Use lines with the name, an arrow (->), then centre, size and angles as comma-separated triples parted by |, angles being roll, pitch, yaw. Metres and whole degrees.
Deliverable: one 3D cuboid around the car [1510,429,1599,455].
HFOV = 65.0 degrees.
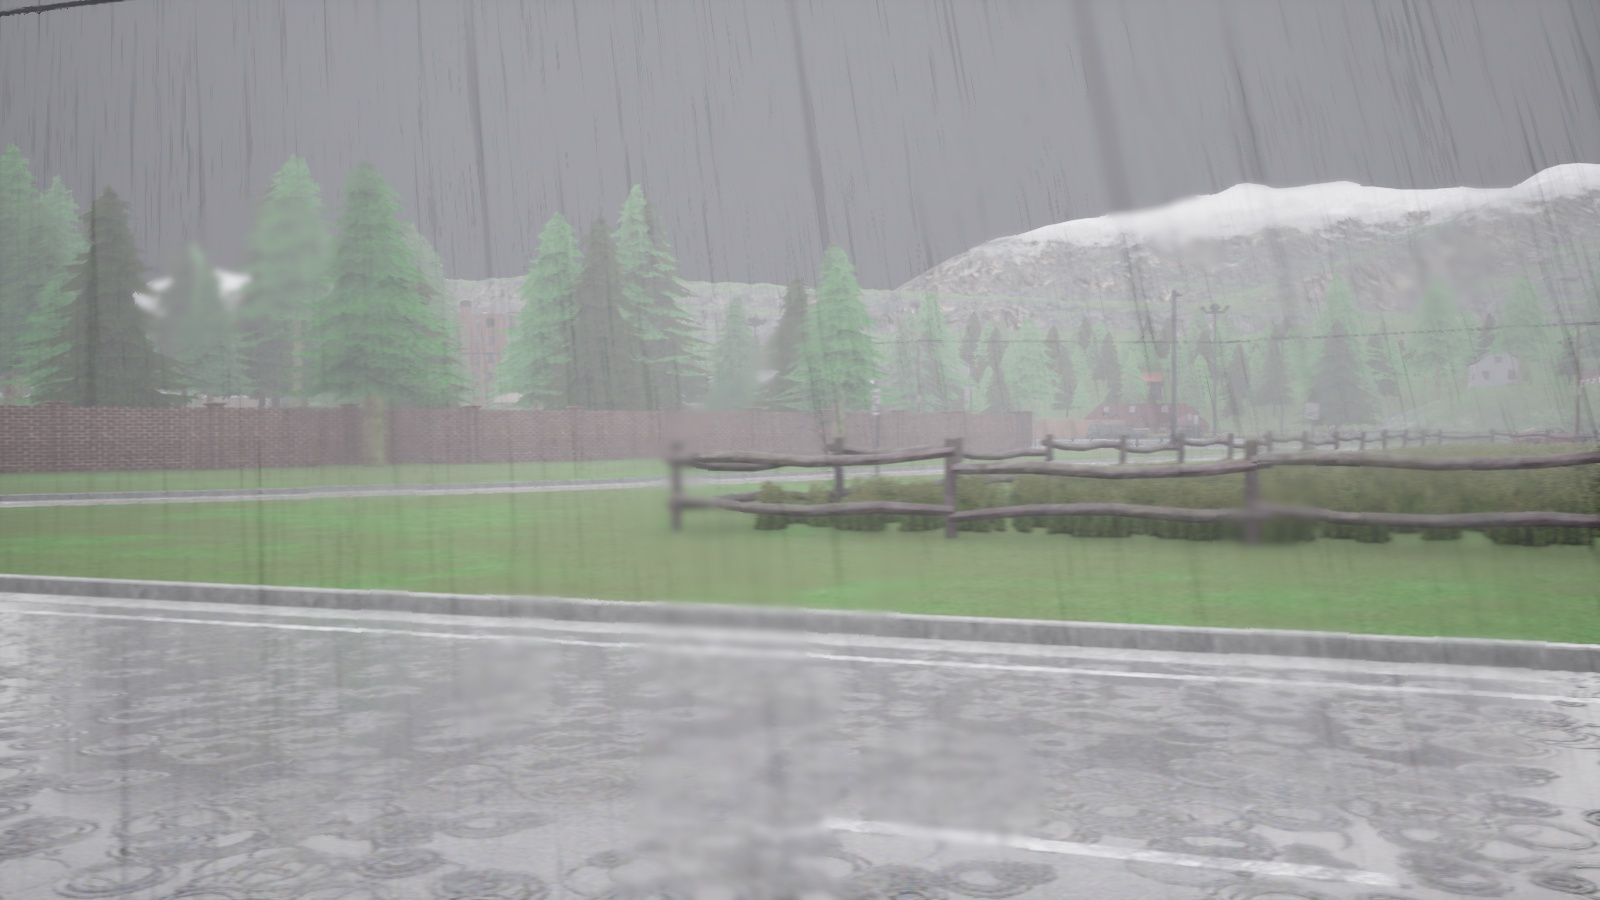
car -> 50.653, -0.552, 84.171 | 5.027, 1.651, 2.152 | 1, 1, 18
